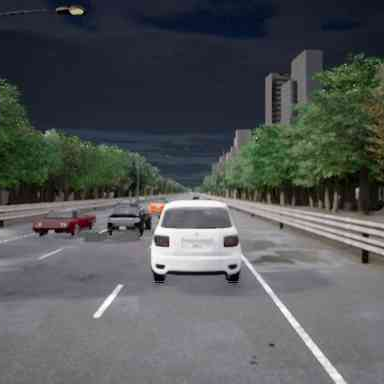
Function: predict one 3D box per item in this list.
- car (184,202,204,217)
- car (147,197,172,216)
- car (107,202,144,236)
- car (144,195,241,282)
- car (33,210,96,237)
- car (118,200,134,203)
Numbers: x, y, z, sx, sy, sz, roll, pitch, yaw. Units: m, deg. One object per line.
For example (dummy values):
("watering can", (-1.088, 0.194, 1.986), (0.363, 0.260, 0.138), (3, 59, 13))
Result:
("car", (0.198, 1.705, 34.068), (1.895, 1.301, 4.718), (0, 0, 0))
("car", (-3.303, 1.459, 34.724), (2.097, 1.767, 4.553), (0, 0, 0))
("car", (-3.354, 1.541, 18.621), (2.128, 1.511, 4.902), (0, 0, 0))
("car", (0.107, 1.251, 9.965), (2.150, 2.045, 5.566), (0, 0, 0))
("car", (-6.850, 1.651, 18.492), (1.895, 1.301, 4.718), (0, 0, 0))
("car", (-6.802, 1.597, 34.960), (2.128, 1.511, 4.902), (0, 0, 0))
